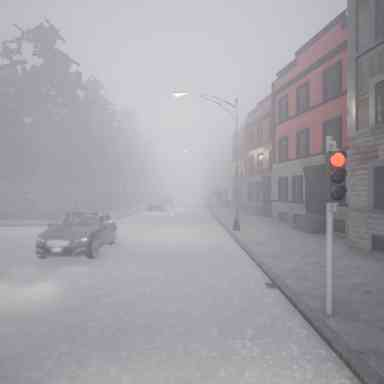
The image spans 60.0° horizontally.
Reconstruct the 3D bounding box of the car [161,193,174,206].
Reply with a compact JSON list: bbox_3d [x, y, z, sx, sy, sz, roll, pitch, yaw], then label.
[{"bbox_3d":[-4.117,1.218,54.817,2.150,2.045,5.566,0,1,0],"label":"car"}]

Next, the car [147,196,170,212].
[{"bbox_3d":[-4.121,1.547,39.391,2.033,1.411,5.357,0,0,0],"label":"car"}]

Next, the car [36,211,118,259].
[{"bbox_3d":[-4.106,1.491,12.572,2.128,1.511,4.902,0,0,0],"label":"car"}]
